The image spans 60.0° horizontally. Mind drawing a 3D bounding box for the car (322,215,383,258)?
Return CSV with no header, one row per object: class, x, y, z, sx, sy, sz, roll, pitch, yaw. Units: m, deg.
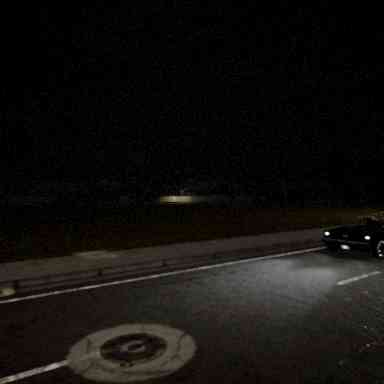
car,7.056,1.576,12.702,4.718,1.301,1.895,0,0,-35
